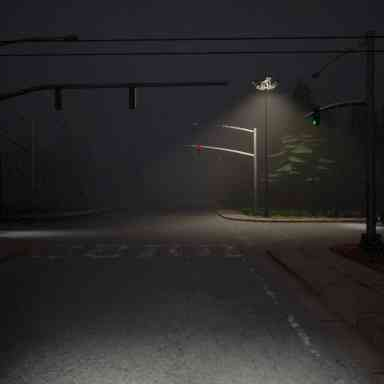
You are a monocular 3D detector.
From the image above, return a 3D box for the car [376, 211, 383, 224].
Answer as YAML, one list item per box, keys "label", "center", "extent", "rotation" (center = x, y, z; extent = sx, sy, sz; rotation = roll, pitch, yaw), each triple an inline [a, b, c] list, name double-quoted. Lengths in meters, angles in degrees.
- label: "car"
  center: [14.897, 1.513, 22.164]
  extent: [4.892, 1.490, 1.837]
  rotation: [0, 0, 1]
